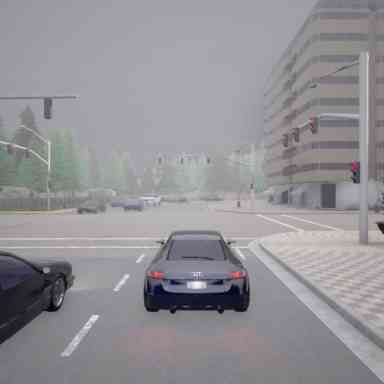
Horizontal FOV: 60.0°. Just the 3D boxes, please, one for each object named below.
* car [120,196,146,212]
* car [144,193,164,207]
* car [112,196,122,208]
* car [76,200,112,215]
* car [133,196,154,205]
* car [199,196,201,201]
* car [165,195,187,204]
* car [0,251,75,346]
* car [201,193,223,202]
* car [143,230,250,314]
[{"bbox_3d":[-6.752,1.477,38.400,1.882,1.535,5.008,0,0,-5],"label":"car"},{"bbox_3d":[-6.444,1.222,51.962,2.150,2.045,5.566,0,0,7],"label":"car"},{"bbox_3d":[-10.162,1.351,48.034,2.097,1.767,4.553,0,0,4],"label":"car"},{"bbox_3d":[-10.545,1.570,35.433,2.033,1.411,5.357,0,1,0],"label":"car"},{"bbox_3d":[-8.581,1.526,59.414,1.812,1.442,4.674,0,0,17],"label":"car"},{"bbox_3d":[4.161,1.203,80.367,5.566,2.045,2.150,0,0,-45],"label":"car"},{"bbox_3d":[-2.701,1.352,65.242,2.097,1.767,4.553,0,0,26],"label":"car"},{"bbox_3d":[-3.427,1.547,4.668,2.033,1.411,5.357,0,0,0],"label":"car"},{"bbox_3d":[4.930,1.594,76.286,4.718,1.301,1.895,0,0,-45],"label":"car"},{"bbox_3d":[0.091,1.564,7.703,1.994,1.385,4.181,0,0,0],"label":"car"}]
